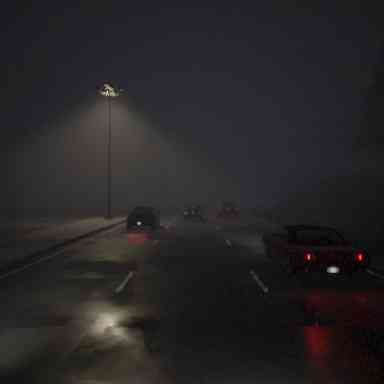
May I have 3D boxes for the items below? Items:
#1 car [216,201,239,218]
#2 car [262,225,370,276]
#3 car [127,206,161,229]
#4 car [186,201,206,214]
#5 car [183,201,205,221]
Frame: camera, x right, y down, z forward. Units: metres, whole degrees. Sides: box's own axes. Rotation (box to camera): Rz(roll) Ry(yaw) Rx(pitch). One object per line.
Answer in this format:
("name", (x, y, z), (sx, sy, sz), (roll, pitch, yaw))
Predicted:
("car", (3.658, 1.729, 34.947), (2.097, 1.767, 4.553), (0, -1, 1))
("car", (3.602, 1.717, 10.705), (1.895, 1.301, 4.718), (0, -1, 0))
("car", (-3.399, 1.763, 23.752), (1.837, 1.490, 4.892), (0, 0, 0))
("car", (0.570, 1.952, 42.549), (2.128, 1.511, 4.902), (0, 0, 5))
("car", (0.116, 1.887, 31.378), (2.033, 1.411, 5.357), (0, -1, 0))
